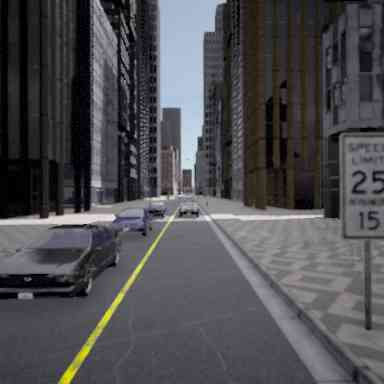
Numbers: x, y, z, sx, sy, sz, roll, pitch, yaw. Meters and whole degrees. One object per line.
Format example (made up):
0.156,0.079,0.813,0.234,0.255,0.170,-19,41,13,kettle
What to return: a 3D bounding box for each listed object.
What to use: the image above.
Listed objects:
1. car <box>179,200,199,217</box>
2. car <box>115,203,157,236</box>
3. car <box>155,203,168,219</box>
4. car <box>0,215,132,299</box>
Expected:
-0.268,1.697,32.394,1.895,1.301,4.718,0,0,0,car
-3.276,1.593,18.812,1.812,1.442,4.674,0,0,-1,car
-3.318,1.718,30.852,1.895,1.301,4.718,0,0,-1,car
-3.177,1.586,8.940,2.033,1.411,5.357,0,0,-1,car
